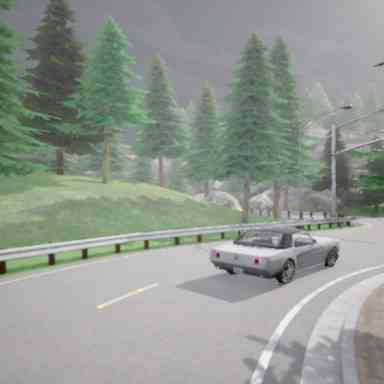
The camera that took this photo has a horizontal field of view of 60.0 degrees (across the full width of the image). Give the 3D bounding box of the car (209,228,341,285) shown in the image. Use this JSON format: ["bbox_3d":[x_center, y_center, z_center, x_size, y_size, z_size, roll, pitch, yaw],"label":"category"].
[{"bbox_3d":[2.736,1.731,10.040,1.895,1.301,4.718,-1,-1,44],"label":"car"}]
